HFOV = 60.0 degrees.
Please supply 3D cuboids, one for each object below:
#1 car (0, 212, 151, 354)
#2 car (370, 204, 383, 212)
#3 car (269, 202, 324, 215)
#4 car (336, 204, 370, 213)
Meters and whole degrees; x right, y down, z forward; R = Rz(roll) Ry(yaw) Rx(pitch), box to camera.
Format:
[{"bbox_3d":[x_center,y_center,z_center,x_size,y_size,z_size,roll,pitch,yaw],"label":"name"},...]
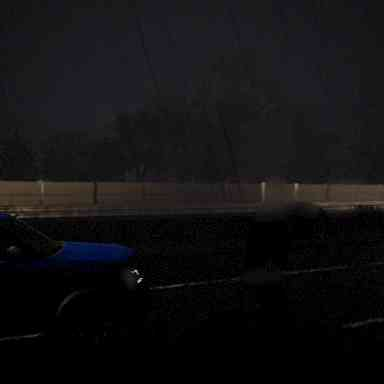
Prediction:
[{"bbox_3d":[-3.464,1.280,5.028,5.566,2.045,2.150,0,-1,-22],"label":"car"},{"bbox_3d":[15.696,1.587,24.082,5.008,1.535,1.882,0,0,-22],"label":"car"},{"bbox_3d":[9.093,1.660,29.004,5.008,1.535,1.882,0,0,-22],"label":"car"},{"bbox_3d":[14.283,1.690,27.287,5.357,1.411,2.033,0,0,-22],"label":"car"}]
